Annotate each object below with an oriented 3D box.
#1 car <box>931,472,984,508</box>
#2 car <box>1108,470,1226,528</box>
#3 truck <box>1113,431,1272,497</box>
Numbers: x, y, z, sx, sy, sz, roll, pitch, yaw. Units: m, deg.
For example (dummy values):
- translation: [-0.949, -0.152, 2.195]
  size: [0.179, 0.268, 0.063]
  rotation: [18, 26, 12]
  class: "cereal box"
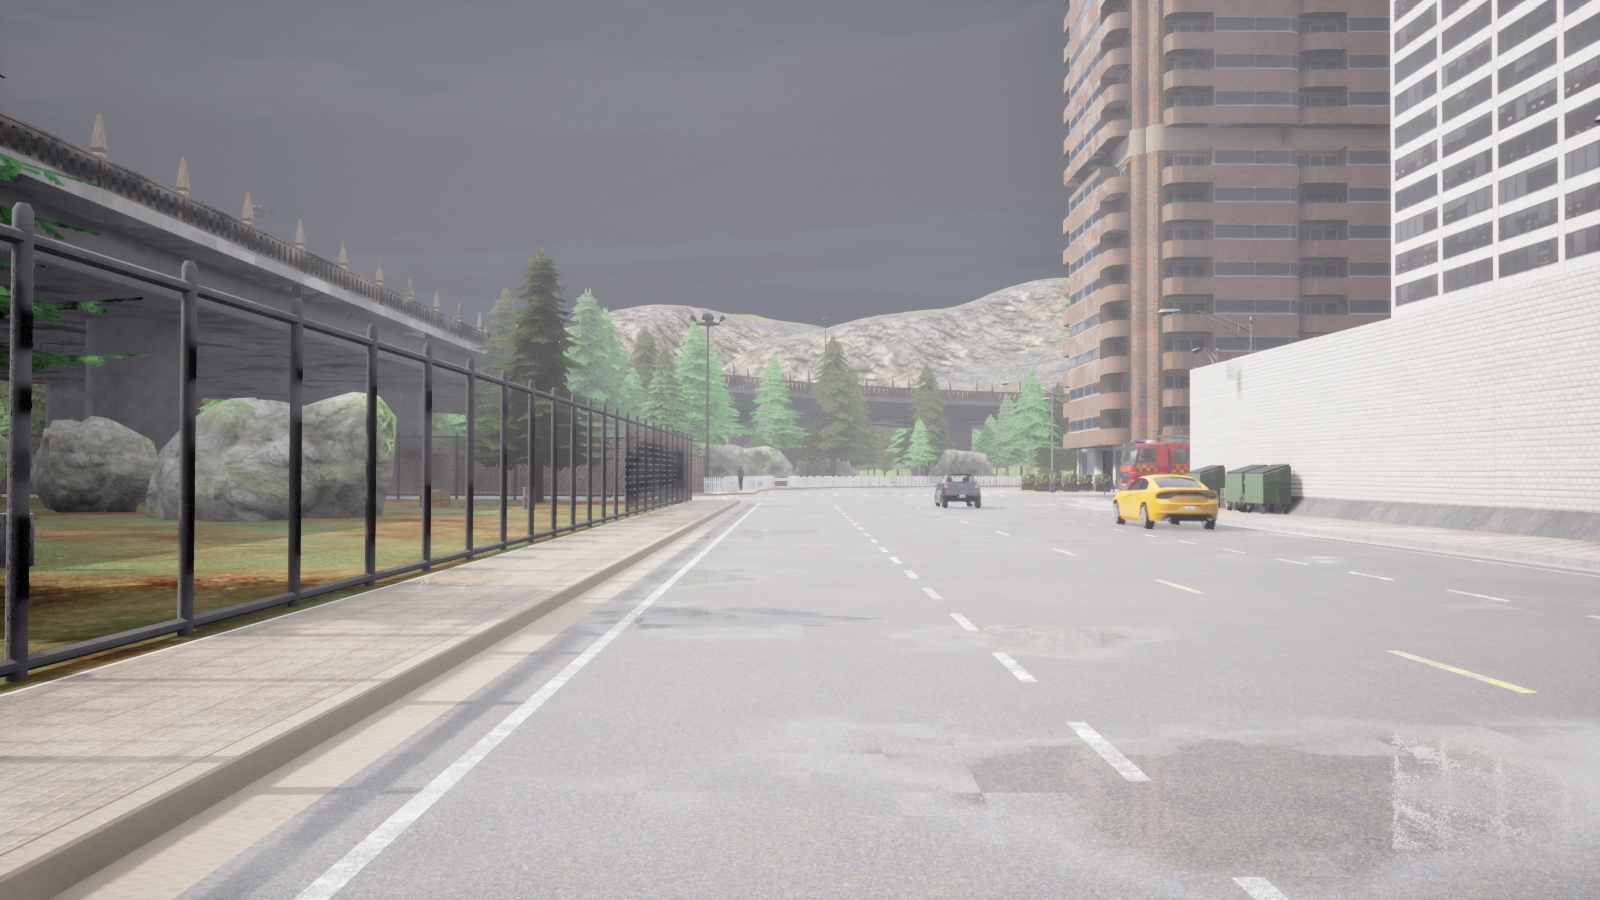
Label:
- translation: [6.846, 1.719, 54.793]
  size: [1.845, 1.501, 3.633]
  rotation: [0, -1, 0]
  class: "car"
- translation: [10.398, 1.354, 36.004]
  size: [1.882, 1.535, 5.008]
  rotation: [0, -1, 0]
  class: "car"
- translation: [23.186, 0.862, 74.509]
  size: [8.468, 3.827, 2.891]
  rotation: [0, -1, 0]
  class: "truck"
